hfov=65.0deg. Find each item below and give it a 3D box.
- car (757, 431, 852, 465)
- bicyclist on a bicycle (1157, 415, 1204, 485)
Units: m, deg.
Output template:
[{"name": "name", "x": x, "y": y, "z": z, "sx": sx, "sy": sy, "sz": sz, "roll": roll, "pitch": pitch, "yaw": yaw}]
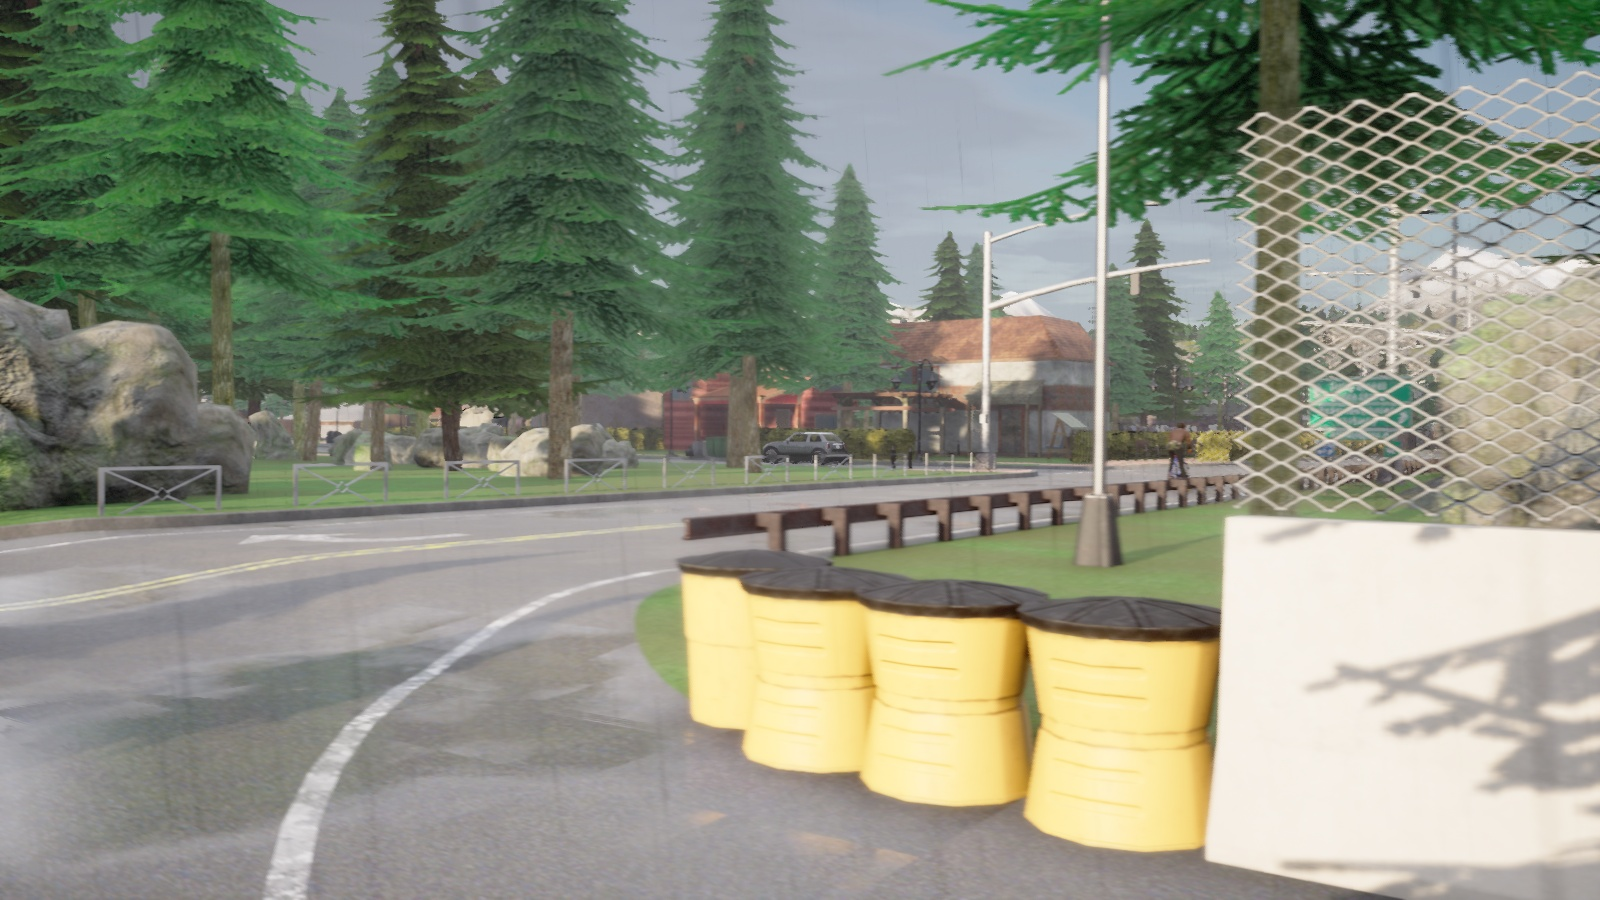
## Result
[{"name": "car", "x": 0.184, "y": -0.108, "z": 56.357, "sx": 3.806, "sy": 1.475, "sz": 1.970, "roll": 0, "pitch": 1, "yaw": 34}, {"name": "bicyclist on a bicycle", "x": 9.049, "y": -0.001, "z": 29.845, "sx": 0.582, "sy": 1.620, "sz": 1.656, "roll": 0, "pitch": 1, "yaw": 34}]
